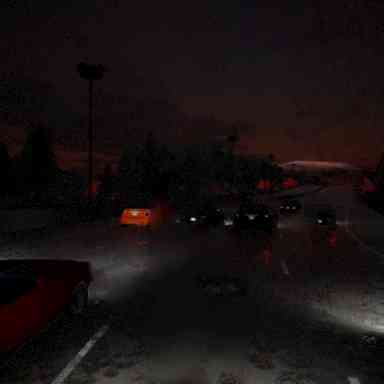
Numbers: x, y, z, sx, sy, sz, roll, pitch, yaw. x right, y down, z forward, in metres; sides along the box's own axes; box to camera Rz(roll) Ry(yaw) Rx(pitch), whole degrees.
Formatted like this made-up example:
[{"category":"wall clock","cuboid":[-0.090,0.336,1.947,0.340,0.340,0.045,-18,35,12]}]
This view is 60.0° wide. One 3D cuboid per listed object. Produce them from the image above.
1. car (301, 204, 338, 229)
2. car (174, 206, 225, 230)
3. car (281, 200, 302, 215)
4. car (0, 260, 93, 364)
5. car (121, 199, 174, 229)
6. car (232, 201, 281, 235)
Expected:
[{"category":"car","cuboid":[8.530,1.551,21.967,1.812,1.442,4.674,0,0,23]},{"category":"car","cuboid":[0.753,1.556,21.226,1.994,1.385,4.181,0,0,20]},{"category":"car","cuboid":[10.317,1.571,34.467,2.033,1.411,5.357,0,0,25]},{"category":"car","cuboid":[-3.065,1.585,4.612,1.895,1.301,4.718,0,0,5]},{"category":"car","cuboid":[-2.720,1.329,21.858,2.097,1.767,4.553,0,0,19]},{"category":"car","cuboid":[3.767,1.358,19.270,2.097,1.767,4.553,0,0,19]}]
